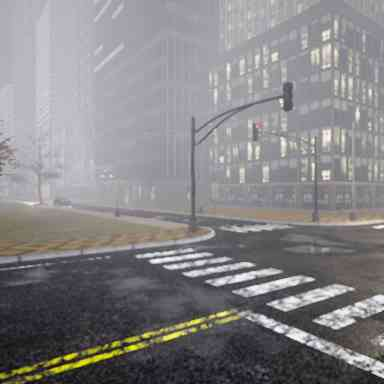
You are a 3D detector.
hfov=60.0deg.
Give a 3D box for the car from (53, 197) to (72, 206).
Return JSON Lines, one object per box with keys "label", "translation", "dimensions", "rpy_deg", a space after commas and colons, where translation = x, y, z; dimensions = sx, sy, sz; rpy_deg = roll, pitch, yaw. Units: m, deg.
{"label": "car", "translation": [-21.278, 1.550, 54.542], "dimensions": [2.033, 1.411, 5.357], "rpy_deg": [0, 0, -35]}
